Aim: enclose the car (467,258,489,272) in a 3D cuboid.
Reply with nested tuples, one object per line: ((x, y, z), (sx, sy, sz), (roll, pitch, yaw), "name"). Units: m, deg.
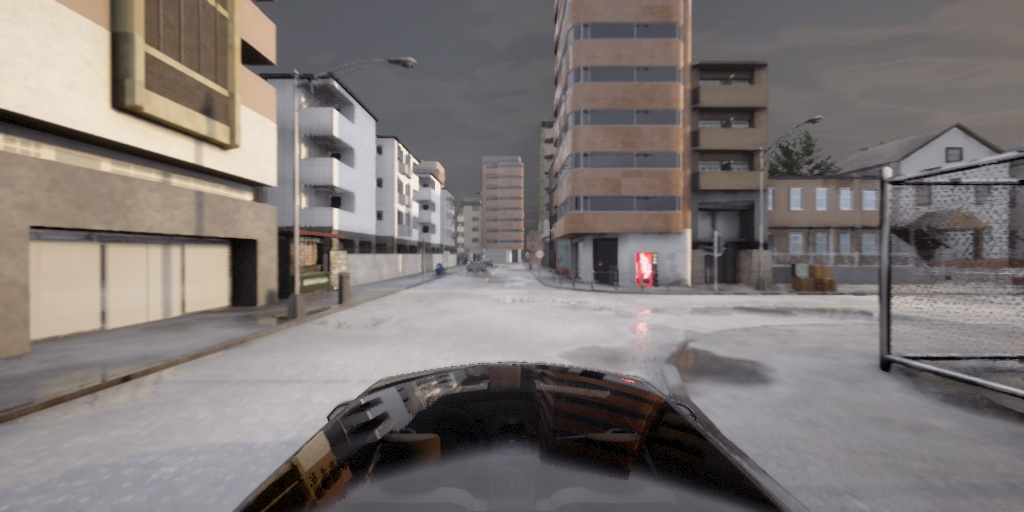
((-4.051, 1.171, 41.111), (1.895, 1.301, 4.718), (0, 0, 0), "car")

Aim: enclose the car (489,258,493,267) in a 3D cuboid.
((-4.001, 1.042, 57.478), (2.033, 1.411, 5.357), (0, 0, 1), "car")
